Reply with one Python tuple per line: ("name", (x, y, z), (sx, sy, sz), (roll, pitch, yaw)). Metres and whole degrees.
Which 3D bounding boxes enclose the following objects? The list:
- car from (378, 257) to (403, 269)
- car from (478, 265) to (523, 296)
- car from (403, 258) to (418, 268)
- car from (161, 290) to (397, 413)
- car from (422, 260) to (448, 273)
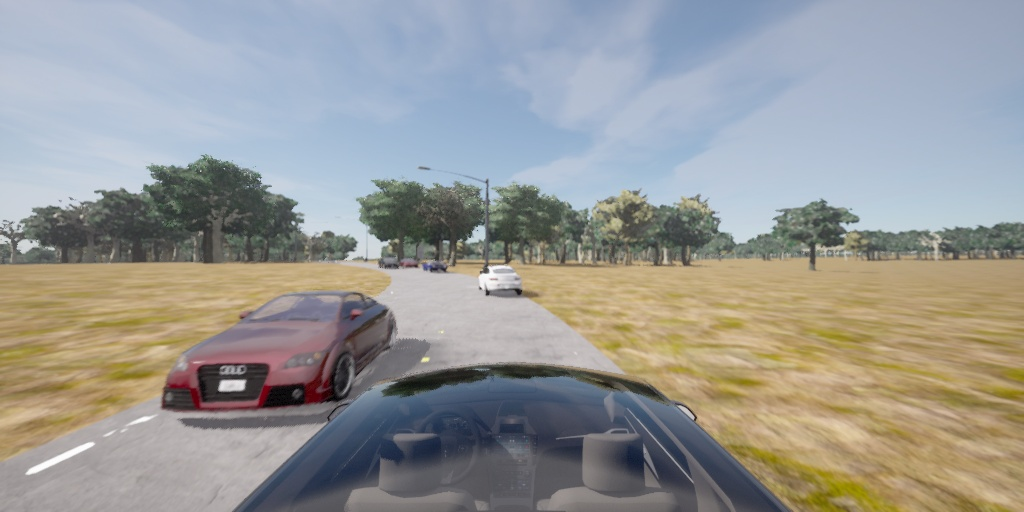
("car", (-16.078, 0.904, 46.676), (1.882, 1.535, 5.008), (1, 0, -31))
("car", (-0.686, 1.205, 18.909), (1.812, 1.442, 4.674), (0, 0, -11))
("car", (-14.937, 0.985, 51.158), (1.994, 1.385, 4.181), (1, 0, -36))
("car", (-3.395, 1.311, 6.166), (1.994, 1.385, 4.181), (0, 0, -4))
("car", (-8.733, 1.141, 40.116), (1.895, 1.301, 4.718), (0, 0, -27))
